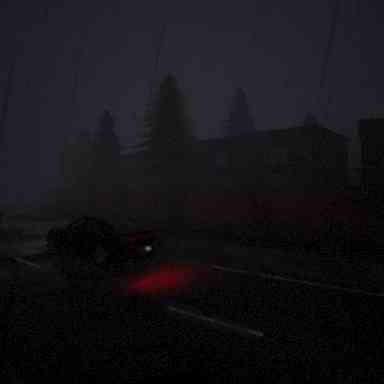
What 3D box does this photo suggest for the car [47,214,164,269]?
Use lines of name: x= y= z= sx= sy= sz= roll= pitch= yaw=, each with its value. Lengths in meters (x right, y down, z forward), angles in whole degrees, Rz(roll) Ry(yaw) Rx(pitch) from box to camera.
car: x=-3.119 y=1.493 z=11.363 sx=5.008 sy=1.535 sz=1.882 roll=0 pitch=0 yaw=42

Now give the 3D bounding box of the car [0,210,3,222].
car: x=-16.040 y=1.615 z=25.862 sx=1.895 sy=1.301 sz=4.718 roll=0 pitch=0 yaw=-36
